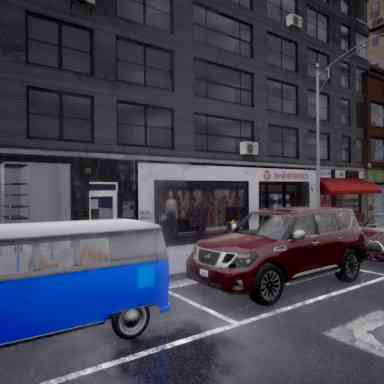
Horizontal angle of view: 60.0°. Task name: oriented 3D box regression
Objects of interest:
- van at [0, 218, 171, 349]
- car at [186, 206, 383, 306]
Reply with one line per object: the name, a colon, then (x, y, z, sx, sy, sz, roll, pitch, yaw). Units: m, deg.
van: (-2.261, 1.341, 4.934, 3.998, 1.788, 1.690, 0, -1, -35)
car: (2.286, 1.313, 8.178, 5.009, 1.841, 2.192, 0, -1, -35)
